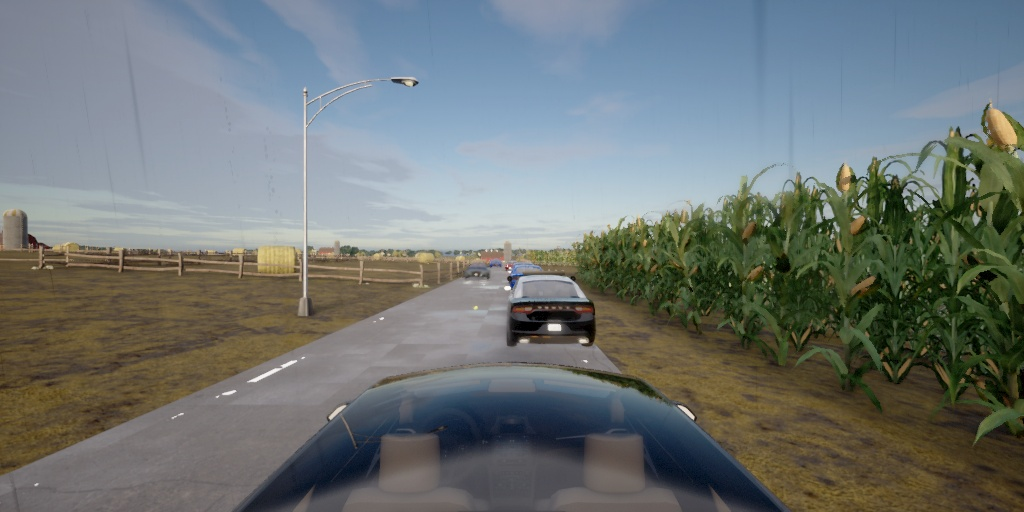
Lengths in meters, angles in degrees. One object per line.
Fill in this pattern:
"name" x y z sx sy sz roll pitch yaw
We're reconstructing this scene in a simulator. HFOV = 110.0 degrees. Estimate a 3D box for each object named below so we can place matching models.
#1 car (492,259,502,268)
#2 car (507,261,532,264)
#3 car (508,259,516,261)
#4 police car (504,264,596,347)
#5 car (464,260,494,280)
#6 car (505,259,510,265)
"car" -2.775 1.211 62.183 1.882 1.535 5.008 0 0 0
"car" 0.818 1.218 19.380 1.882 1.535 5.008 0 0 0
"car" 0.811 1.208 25.380 1.882 1.535 5.008 0 0 0
"police car" 0.822 1.173 9.490 1.930 1.638 5.238 0 0 0
"car" -2.863 1.288 30.530 1.994 1.385 4.181 0 0 0
"car" 0.015 1.308 47.732 1.895 1.301 4.718 0 0 0
